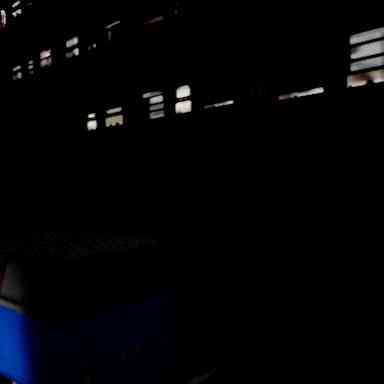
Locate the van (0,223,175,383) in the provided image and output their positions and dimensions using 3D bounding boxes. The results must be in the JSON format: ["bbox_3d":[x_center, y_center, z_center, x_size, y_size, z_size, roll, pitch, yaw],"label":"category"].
[{"bbox_3d":[-2.115,1.371,4.392,3.998,1.788,1.690,-1,-1,36],"label":"van"}]
